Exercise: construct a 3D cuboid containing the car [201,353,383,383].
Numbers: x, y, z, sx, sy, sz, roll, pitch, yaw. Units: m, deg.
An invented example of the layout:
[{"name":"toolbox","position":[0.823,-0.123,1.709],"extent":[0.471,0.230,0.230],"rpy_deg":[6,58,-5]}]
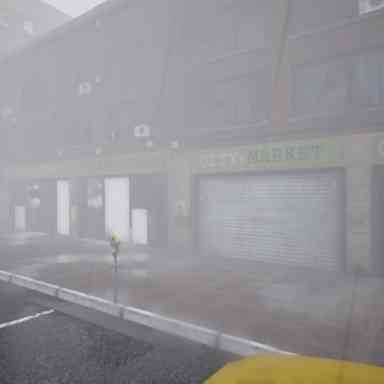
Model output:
[{"name":"car","position":[1.980,1.525,1.470],"extent":[4.829,1.417,1.752],"rpy_deg":[0,0,36]}]
